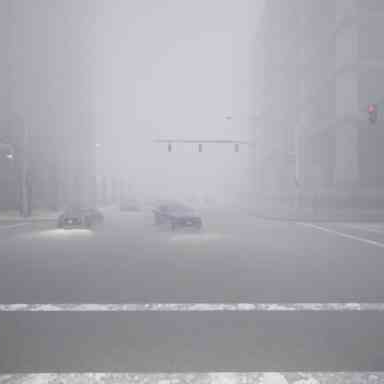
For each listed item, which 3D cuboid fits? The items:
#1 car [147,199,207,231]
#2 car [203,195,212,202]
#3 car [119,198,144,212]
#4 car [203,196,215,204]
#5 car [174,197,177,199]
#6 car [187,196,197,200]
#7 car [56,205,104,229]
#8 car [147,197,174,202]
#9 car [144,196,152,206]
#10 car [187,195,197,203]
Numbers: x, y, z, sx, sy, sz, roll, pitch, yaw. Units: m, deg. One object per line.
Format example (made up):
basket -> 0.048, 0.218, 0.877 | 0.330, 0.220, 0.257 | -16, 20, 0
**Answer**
car -> -1.077, 1.451, 20.795 | 1.882, 1.535, 5.008 | -1, 0, -22
car -> 3.473, 1.519, 73.857 | 1.812, 1.442, 4.674 | 0, 0, 0
car -> -7.111, 1.510, 38.339 | 1.837, 1.490, 4.892 | 0, 0, 0
car -> 3.476, 1.501, 64.782 | 2.128, 1.511, 4.902 | 0, 0, 0
car -> -3.585, 1.557, 60.229 | 2.033, 1.411, 5.357 | 0, 0, 0
car -> -0.023, 1.501, 64.468 | 2.128, 1.511, 4.902 | 0, 0, 0
car -> -7.106, 1.536, 21.455 | 1.994, 1.385, 4.181 | 0, 0, 0
car -> -3.612, 1.553, 38.737 | 2.033, 1.411, 5.357 | 0, 0, 0
car -> -7.100, 1.514, 56.130 | 1.837, 1.490, 4.892 | 0, 0, 0
car -> -0.027, 1.520, 73.856 | 2.128, 1.511, 4.902 | 0, 0, 0
